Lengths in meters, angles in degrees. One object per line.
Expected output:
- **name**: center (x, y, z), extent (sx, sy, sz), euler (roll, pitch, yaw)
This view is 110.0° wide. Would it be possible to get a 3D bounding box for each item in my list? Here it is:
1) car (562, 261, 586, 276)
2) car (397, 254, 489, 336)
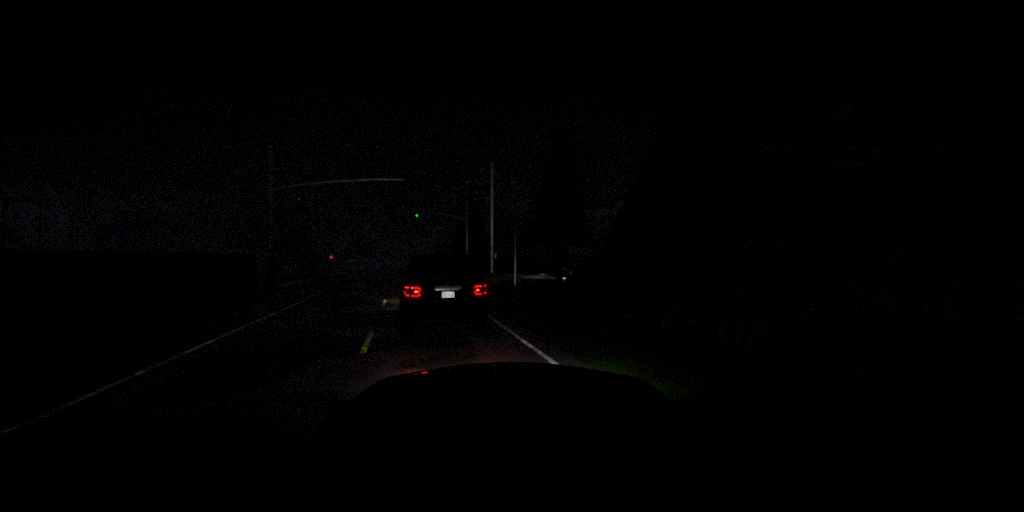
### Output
- **car**: center (6.810, 1.214, 35.189), extent (5.008, 1.535, 1.882), euler (0, 0, -18)
- **car**: center (-2.187, 0.967, 10.690), extent (2.150, 2.045, 5.566), euler (0, 0, -16)
